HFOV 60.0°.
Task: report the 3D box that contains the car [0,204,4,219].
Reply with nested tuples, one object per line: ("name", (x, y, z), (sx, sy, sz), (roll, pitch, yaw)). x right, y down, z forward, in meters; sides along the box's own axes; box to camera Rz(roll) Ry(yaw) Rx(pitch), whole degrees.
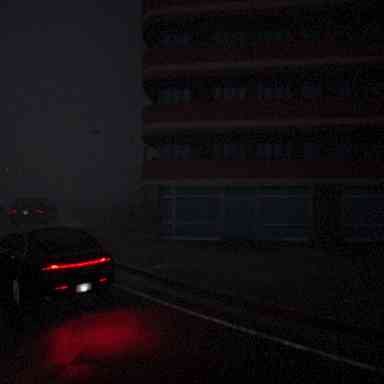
("car", (-14.529, 1.423, 22.922), (2.150, 2.045, 5.566), (0, 0, -13))

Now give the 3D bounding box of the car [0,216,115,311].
("car", (-3.627, 1.575, 8.075), (1.837, 1.490, 4.892), (0, 0, -41))

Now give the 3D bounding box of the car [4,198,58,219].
("car", (-11.075, 1.425, 23.633), (2.150, 2.045, 5.566), (0, -1, -12))
